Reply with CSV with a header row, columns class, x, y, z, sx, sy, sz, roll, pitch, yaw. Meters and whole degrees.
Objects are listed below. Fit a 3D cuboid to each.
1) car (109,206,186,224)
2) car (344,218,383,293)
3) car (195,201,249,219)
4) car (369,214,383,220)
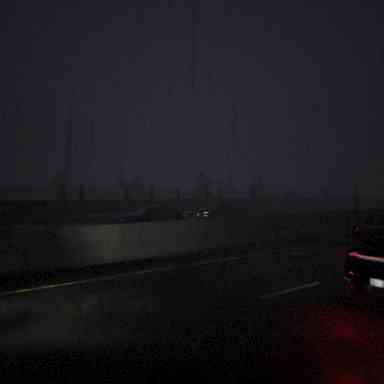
class,x,y,z,sx,sy,sz,roll,pitch,yaw
car,-2.499,1.529,19.391,4.674,1.442,1.812,0,0,-35
car,5.466,1.495,7.642,4.902,1.511,2.128,0,0,-36
car,2.471,1.512,27.166,4.892,1.490,1.837,0,0,-35
car,9.036,1.606,14.487,4.718,1.301,1.895,0,0,-35
